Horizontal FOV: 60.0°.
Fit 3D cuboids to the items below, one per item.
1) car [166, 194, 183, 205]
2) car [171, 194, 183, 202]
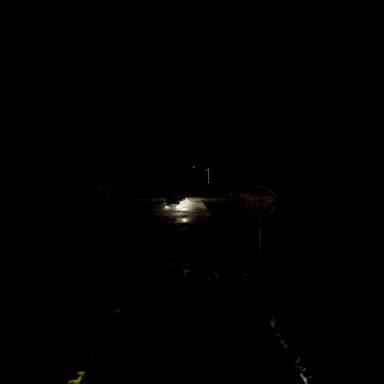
[{"bbox_3d":[-2.748,1.158,48.457,1.882,1.535,5.008,0,2,0],"label":"car"},{"bbox_3d":[-2.748,1.083,62.677,1.994,1.385,4.181,0,1,0],"label":"car"}]
